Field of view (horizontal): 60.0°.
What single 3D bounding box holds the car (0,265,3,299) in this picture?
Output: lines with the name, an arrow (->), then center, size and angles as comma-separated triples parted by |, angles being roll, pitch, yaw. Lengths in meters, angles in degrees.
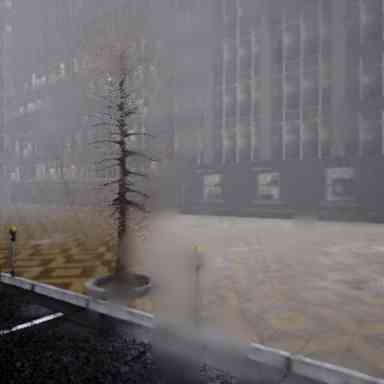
car -> -5.591, 1.608, 6.857 | 4.313, 1.339, 1.947 | 0, 0, 36
